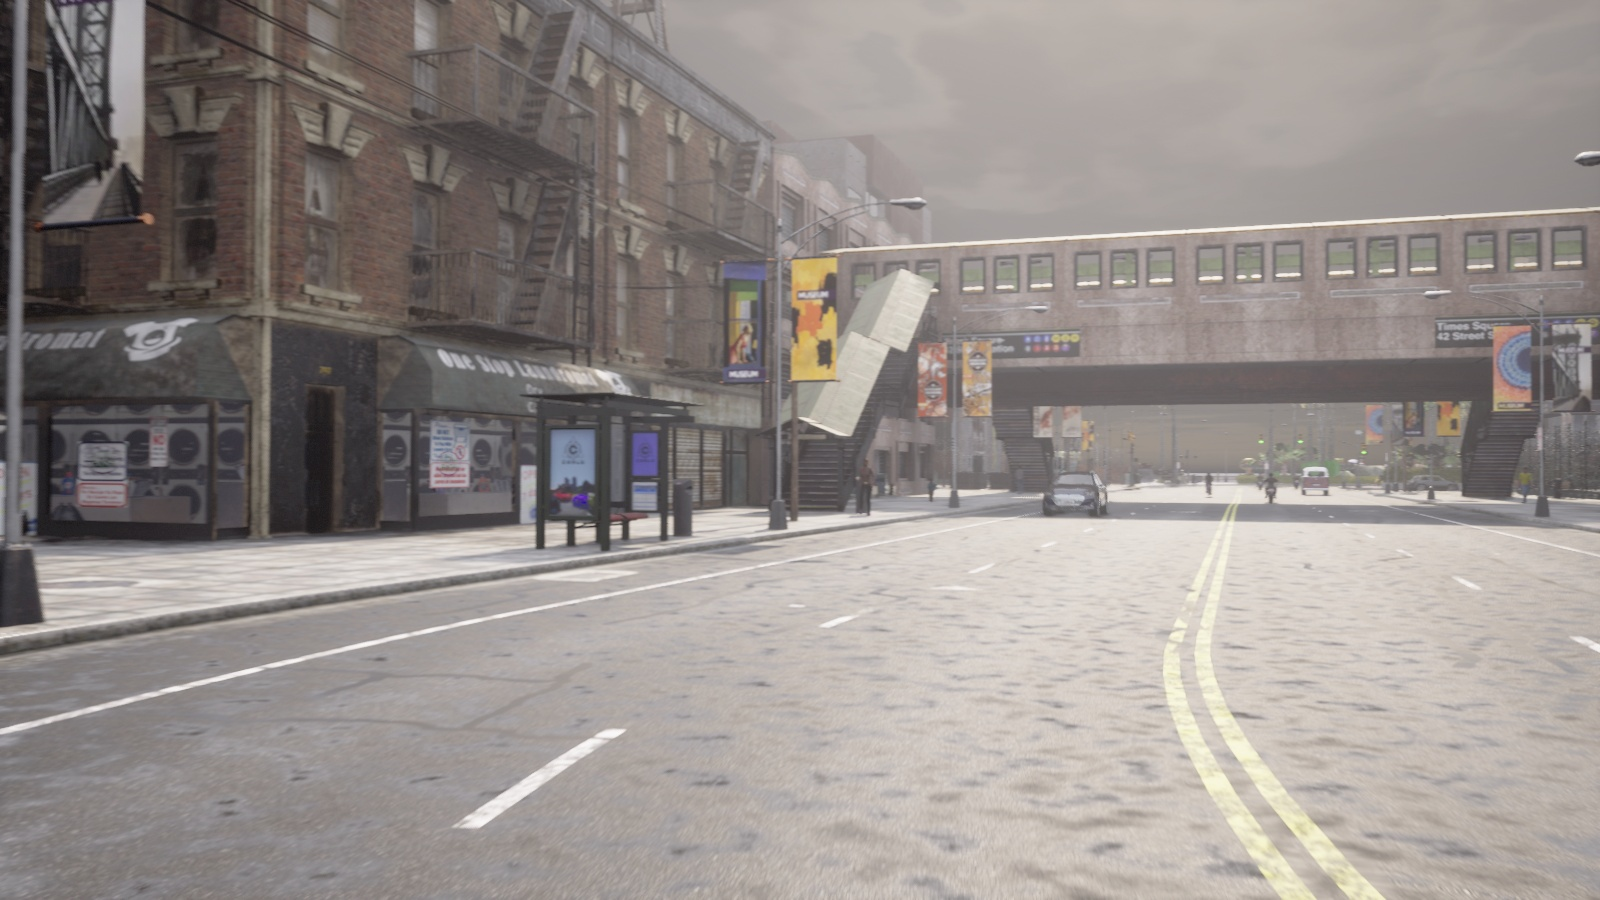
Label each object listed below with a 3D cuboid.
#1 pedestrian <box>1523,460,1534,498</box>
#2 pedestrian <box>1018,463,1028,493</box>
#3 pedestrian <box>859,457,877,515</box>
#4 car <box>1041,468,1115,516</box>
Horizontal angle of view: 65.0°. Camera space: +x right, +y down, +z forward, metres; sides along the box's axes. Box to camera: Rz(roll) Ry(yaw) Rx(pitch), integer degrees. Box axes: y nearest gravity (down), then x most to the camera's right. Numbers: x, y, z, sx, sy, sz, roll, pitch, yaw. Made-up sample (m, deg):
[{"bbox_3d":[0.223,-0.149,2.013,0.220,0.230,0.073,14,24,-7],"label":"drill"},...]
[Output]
[{"bbox_3d":[35.397,1.395,61.046,0.354,1.836,0.706,-1,-1,22],"label":"pedestrian"},{"bbox_3d":[14.098,1.761,79.326,0.354,1.836,0.706,-1,-1,31],"label":"pedestrian"},{"bbox_3d":[2.127,1.125,39.389,0.328,1.805,0.869,0,-1,19],"label":"pedestrian"},{"bbox_3d":[10.166,1.483,45.724,2.033,1.649,4.856,-1,-1,20],"label":"car"}]
